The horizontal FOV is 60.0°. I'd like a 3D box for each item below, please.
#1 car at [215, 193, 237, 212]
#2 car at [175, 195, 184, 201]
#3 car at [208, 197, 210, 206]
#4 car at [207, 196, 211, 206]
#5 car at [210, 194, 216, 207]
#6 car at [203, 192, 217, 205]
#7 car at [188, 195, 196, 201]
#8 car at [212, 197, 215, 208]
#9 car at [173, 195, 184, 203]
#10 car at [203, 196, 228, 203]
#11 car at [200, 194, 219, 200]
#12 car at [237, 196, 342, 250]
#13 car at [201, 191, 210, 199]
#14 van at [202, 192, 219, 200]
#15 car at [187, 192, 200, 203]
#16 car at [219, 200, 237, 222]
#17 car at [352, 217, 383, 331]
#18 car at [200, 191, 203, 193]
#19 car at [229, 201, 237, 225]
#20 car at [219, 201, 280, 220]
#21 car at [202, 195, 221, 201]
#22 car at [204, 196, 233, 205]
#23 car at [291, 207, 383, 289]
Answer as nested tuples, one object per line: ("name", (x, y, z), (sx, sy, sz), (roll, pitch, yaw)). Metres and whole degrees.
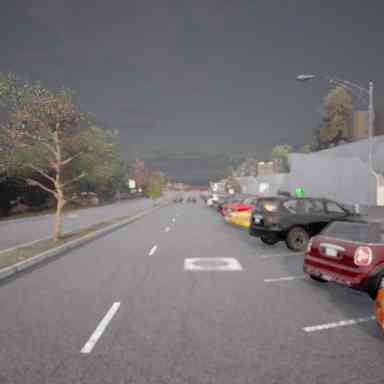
("car", (5.040, 1.307, 26.005), (5.566, 2.045, 2.435), (1, 0, -20))
("car", (-3.029, 1.462, 80.823), (1.994, 1.385, 4.181), (0, 1, 0))
("car", (5.057, 1.710, 44.023), (4.674, 1.452, 2.002), (1, 0, -20))
("car", (5.079, 1.703, 47.048), (4.792, 1.488, 2.163), (1, 0, -20))
("car", (5.088, 1.529, 41.035), (4.553, 1.767, 2.185), (1, 0, -20))
("car", (5.081, 1.425, 50.047), (5.566, 2.045, 2.435), (1, 0, -20))
("car", (-0.028, 1.432, 79.626), (1.994, 1.385, 4.181), (0, 1, 0))
("car", (5.051, 1.620, 35.023), (5.008, 1.535, 2.097), (1, -1, -20))
("car", (-3.025, 1.601, 70.785), (1.812, 1.442, 4.674), (0, 1, 0))
("car", (5.019, 1.593, 71.045), (4.792, 1.488, 2.163), (1, 1, -20))
("car", (5.030, 1.350, 95.016), (4.892, 1.521, 2.231), (1, 0, -20))
("car", (5.093, 1.251, 14.035), (5.566, 2.045, 2.435), (1, -1, -20))
("car", (5.027, 1.405, 59.028), (5.566, 2.045, 2.435), (1, 1, -20))
("van", (5.149, 1.151, 92.074), (4.442, 1.987, 1.878), (1, 0, -20))
("car", (-0.025, 1.443, 69.523), (2.097, 1.767, 4.553), (0, 1, 0))
("car", (4.888, 1.535, 22.951), (5.366, 1.575, 1.946), (1, 0, -20))
("car", (5.102, 1.362, 5.022), (4.553, 1.767, 2.185), (1, 0, -20))
("car", (5.011, 1.276, 89.040), (4.553, 1.767, 2.185), (1, 0, -20))
("car", (5.237, 1.526, 20.085), (5.366, 1.575, 1.946), (1, -1, -20))
("car", (5.034, 1.606, 29.006), (4.792, 1.488, 2.163), (1, 0, -20))
("car", (5.035, 1.469, 86.069), (4.674, 1.452, 2.002), (1, 0, -20))
("car", (5.219, 1.613, 65.122), (5.366, 1.575, 1.946), (1, 0, -20))
("car", (5.038, 1.363, 8.008), (4.553, 1.767, 2.185), (1, 0, -20))
